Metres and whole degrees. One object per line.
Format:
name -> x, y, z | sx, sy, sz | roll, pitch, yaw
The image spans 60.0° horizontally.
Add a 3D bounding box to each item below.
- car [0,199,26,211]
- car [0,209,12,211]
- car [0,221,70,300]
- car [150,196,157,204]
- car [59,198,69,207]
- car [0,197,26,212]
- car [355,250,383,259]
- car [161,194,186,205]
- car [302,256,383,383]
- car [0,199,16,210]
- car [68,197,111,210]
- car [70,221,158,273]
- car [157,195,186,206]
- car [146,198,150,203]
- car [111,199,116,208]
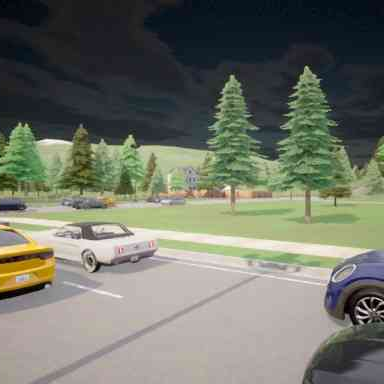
car -> -22.738, 1.601, 39.863 | 1.895, 1.301, 4.718 | 0, 0, 36
car -> -10.839, 1.601, 15.998 | 4.718, 1.301, 1.895 | 0, 0, 35
car -> -5.215, 1.478, 7.698 | 5.008, 1.535, 1.882 | 0, 0, 35
car -> -5.125, 1.493, 63.921 | 2.128, 1.511, 4.902 | 0, 0, 37
car -> -16.242, 1.492, 48.761 | 2.128, 1.511, 4.902 | 0, 0, 36
car -> -20.822, 1.351, 36.551 | 2.097, 1.767, 4.553 | 0, 0, 36
car -> 4.499, 1.352, 5.067 | 4.553, 1.767, 2.097 | 0, 0, 36
car -> -3.392, 1.352, 60.395 | 2.097, 1.767, 4.553 | 0, 0, 36
car -> 3.102, 1.505, 1.762 | 4.892, 1.490, 1.837 | 0, 0, 35
car -> -25.299, 1.601, 42.290 | 1.895, 1.301, 4.718 | 0, 0, 36
car -> -12.771, 1.563, 41.643 | 1.994, 1.385, 4.181 | 0, 0, 36
car -> -3.433, 1.601, 10.728 | 4.718, 1.301, 1.895 | 0, 0, 35
car -> -3.126, 1.601, 54.845 | 1.895, 1.301, 4.718 | 0, 0, 36
car -> -7.254, 1.564, 66.878 | 1.994, 1.385, 4.181 | 0, 0, 37
car -> -13.114, 1.478, 47.109 | 1.882, 1.535, 5.008 | 0, 0, 36
